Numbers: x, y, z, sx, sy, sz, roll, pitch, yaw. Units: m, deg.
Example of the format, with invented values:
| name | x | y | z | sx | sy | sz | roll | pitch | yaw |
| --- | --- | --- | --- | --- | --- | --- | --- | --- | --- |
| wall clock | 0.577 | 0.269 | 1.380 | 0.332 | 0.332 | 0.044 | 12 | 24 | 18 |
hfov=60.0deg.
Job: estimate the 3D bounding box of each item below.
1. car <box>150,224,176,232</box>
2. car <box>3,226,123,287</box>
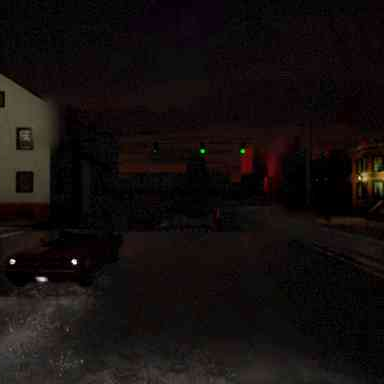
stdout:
| name | x | y | z | sx | sy | sz | roll | pitch | yaw |
| --- | --- | --- | --- | --- | --- | --- | --- | --- | --- |
| car | -3.316 | 4.892 | 36.737 | 2.150 | 2.045 | 5.566 | -1 | -12 | 0 |
| car | -3.436 | 1.724 | 9.857 | 1.895 | 1.301 | 4.718 | 0 | -1 | 0 |
